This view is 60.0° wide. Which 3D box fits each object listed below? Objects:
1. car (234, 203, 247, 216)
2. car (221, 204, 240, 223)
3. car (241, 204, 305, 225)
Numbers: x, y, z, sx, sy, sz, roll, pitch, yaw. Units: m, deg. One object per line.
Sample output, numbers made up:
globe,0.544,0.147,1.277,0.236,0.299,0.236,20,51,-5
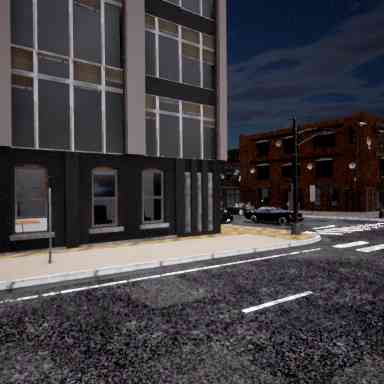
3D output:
car,5.263,1.920,38.109,2.008,1.369,4.403,-2,0,-37
car,1.636,1.935,28.516,1.947,1.339,4.313,-2,0,-37
car,6.517,1.872,26.550,1.895,1.301,4.718,-1,0,-37
